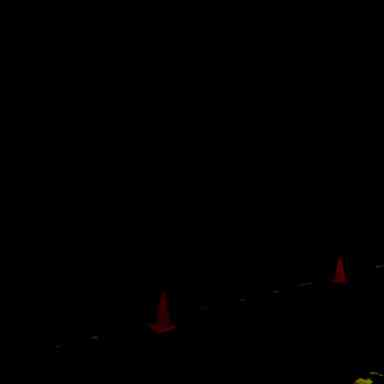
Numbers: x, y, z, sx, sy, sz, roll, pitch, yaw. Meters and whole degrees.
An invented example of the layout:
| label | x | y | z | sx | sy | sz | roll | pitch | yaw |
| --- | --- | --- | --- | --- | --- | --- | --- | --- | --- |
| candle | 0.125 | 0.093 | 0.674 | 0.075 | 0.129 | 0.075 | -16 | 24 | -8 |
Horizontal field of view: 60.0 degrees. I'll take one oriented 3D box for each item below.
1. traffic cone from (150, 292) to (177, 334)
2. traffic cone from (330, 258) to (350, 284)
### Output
| label | x | y | z | sx | sy | sz | roll | pitch | yaw |
| --- | --- | --- | --- | --- | --- | --- | --- | --- | --- |
| traffic cone | -0.469 | 1.948 | 5.484 | 0.340 | 0.580 | 0.340 | 0 | 0 | -35 |
| traffic cone | 3.702 | 1.945 | 8.326 | 0.340 | 0.580 | 0.340 | 0 | 0 | -34 |
